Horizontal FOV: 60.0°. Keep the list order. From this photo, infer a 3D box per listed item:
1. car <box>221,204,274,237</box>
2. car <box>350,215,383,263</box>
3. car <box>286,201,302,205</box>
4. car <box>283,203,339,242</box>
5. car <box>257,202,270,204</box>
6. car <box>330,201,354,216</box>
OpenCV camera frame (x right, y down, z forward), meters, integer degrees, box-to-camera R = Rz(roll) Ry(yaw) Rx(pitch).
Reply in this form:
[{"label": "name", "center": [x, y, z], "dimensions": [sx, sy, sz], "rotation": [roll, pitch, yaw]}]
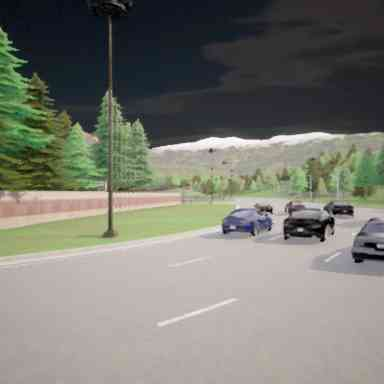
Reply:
[{"label": "car", "center": [3.215, 1.643, 18.943], "dimensions": [1.812, 1.442, 4.674], "rotation": [0, 0, 30]}, {"label": "car", "center": [6.843, 1.588, 11.488], "dimensions": [2.033, 1.411, 5.357], "rotation": [-1, 0, 35]}, {"label": "car", "center": [11.482, 1.717, 36.840], "dimensions": [1.812, 1.442, 4.674], "rotation": [0, 0, 8]}, {"label": "car", "center": [6.136, 1.563, 17.151], "dimensions": [1.882, 1.535, 5.008], "rotation": [0, 0, 30]}, {"label": "car", "center": [8.239, 1.825, 38.556], "dimensions": [1.895, 1.301, 4.718], "rotation": [0, 0, 8]}, {"label": "car", "center": [14.423, 1.622, 32.913], "dimensions": [1.882, 1.535, 5.008], "rotation": [0, 0, 9]}]
